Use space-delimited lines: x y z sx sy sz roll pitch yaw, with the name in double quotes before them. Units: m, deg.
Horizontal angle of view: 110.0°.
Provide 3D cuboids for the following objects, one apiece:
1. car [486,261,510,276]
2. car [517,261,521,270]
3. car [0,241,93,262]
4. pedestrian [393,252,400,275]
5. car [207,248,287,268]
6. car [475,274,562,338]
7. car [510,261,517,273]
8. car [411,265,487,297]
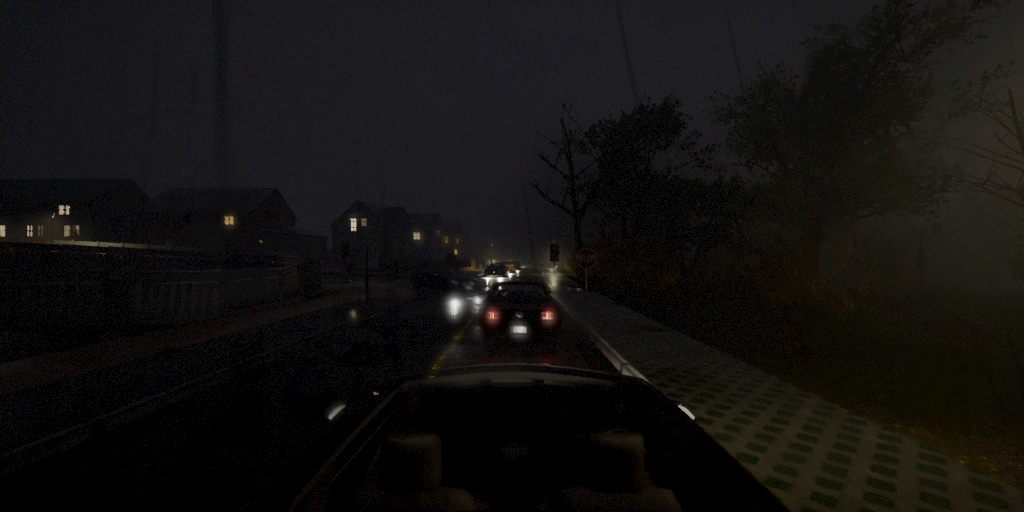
"car" -1.601 1.375 36.239 1.994 1.385 4.181 0 0 3
"car" 0.297 1.466 56.983 1.812 1.442 4.674 0 -1 6
"car" -29.550 -0.116 22.852 5.008 1.535 1.882 3 0 1
"pedestrian" -9.173 0.552 28.297 0.375 1.860 0.375 0 -3 1
"car" -16.431 0.379 22.582 4.553 1.767 2.097 3 0 1
"car" 0.215 1.357 10.192 1.895 1.301 4.718 0 0 1
"car" -0.784 1.340 46.332 1.882 1.535 5.008 0 0 6
"car" -3.746 1.250 19.462 4.674 1.442 1.812 3 -1 45
